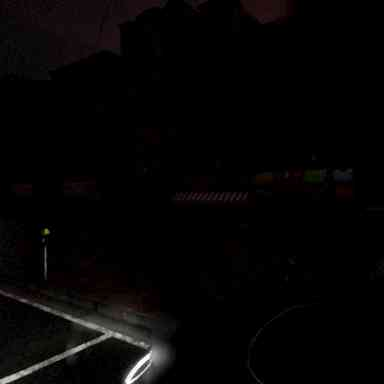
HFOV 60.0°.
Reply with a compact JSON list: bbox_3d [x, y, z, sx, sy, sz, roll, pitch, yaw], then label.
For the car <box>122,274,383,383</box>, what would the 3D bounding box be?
[{"bbox_3d":[1.590,1.353,2.099,4.553,1.767,2.097,0,0,36],"label":"car"}]
